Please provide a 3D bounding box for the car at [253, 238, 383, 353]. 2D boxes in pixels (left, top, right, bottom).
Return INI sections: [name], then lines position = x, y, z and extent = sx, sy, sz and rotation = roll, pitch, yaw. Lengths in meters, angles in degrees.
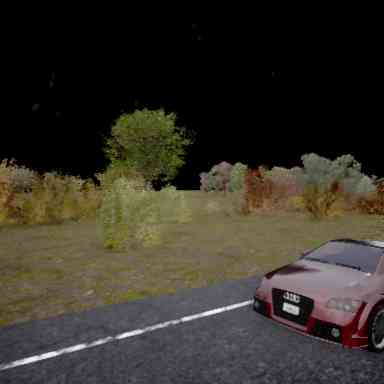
[car]
position = 3.127, 1.614, 6.248
extent = 4.181, 1.385, 1.994
rotation = 1, 0, -36
